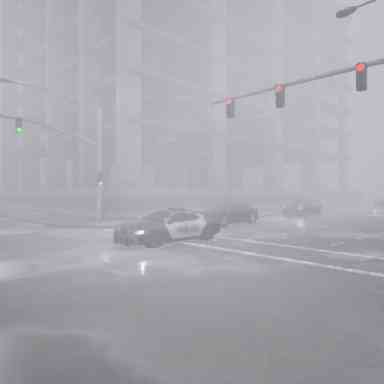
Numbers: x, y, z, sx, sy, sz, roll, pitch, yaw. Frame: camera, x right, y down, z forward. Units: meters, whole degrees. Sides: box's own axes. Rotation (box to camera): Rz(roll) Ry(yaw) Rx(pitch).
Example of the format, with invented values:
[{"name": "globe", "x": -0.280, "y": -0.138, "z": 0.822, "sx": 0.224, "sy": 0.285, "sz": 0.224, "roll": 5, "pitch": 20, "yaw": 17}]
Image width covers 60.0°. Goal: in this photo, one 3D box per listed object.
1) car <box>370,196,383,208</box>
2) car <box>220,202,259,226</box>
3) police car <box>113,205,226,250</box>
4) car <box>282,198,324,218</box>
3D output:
[{"name": "car", "x": 26.915, "y": 1.599, "z": 46.247, "sx": 4.718, "sy": 1.301, "sz": 1.895, "roll": 0, "pitch": 0, "yaw": -43}, {"name": "car", "x": 2.628, "y": 1.476, "z": 23.104, "sx": 5.008, "sy": 1.535, "sz": 1.882, "roll": 0, "pitch": 0, "yaw": -44}, {"name": "police car", "x": -1.001, "y": 1.507, "z": 14.641, "sx": 4.974, "sy": 1.542, "sz": 2.038, "roll": 0, "pitch": 0, "yaw": -44}, {"name": "car", "x": 10.087, "y": 1.353, "z": 30.241, "sx": 4.553, "sy": 1.767, "sz": 2.097, "roll": 0, "pitch": 0, "yaw": -44}]
